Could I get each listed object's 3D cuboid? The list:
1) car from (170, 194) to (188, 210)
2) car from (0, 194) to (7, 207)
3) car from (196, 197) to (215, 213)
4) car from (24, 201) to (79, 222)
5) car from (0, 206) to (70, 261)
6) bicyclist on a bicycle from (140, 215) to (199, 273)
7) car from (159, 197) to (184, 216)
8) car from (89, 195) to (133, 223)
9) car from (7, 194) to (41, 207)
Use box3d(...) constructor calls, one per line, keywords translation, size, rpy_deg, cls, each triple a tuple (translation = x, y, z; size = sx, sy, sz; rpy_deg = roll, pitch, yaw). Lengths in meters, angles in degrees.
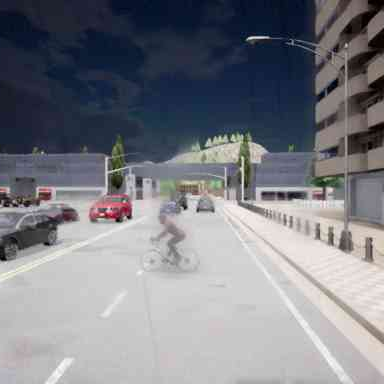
box3d(translation=(-1.721, 1.221, 42.577), size=(2.150, 2.045, 5.566), rpy_deg=(0, 0, 3), cls="car")
box3d(translation=(-25.636, 1.155, 45.912), size=(1.905, 1.878, 3.866), rpy_deg=(0, 0, 3), cls="car")
box3d(translation=(1.523, 1.563, 37.033), size=(1.994, 1.385, 4.181), rpy_deg=(0, 0, 4), cls="car")
box3d(translation=(-9.692, 1.563, 23.663), size=(1.994, 1.385, 4.181), rpy_deg=(0, 0, 3), cls="car")
box3d(translation=(-6.675, 1.492, 12.278), size=(2.128, 1.511, 4.902), rpy_deg=(0, 0, 2), cls="car")
box3d(translation=(-0.636, 1.452, 9.196), size=(1.656, 1.620, 0.582), rpy_deg=(-2, 0, 2), cls="bicyclist on a bicycle")
box3d(translation=(-2.111, 1.525, 32.912), size=(1.812, 1.442, 4.674), rpy_deg=(0, 0, 2), cls="car")
box3d(translation=(-6.105, 1.223, 25.720), size=(2.150, 2.045, 5.566), rpy_deg=(0, 0, 3), cls="car")
box3d(translation=(-22.748, 1.152, 45.727), size=(1.932, 1.855, 4.605), rpy_deg=(0, 0, 3), cls="car")
